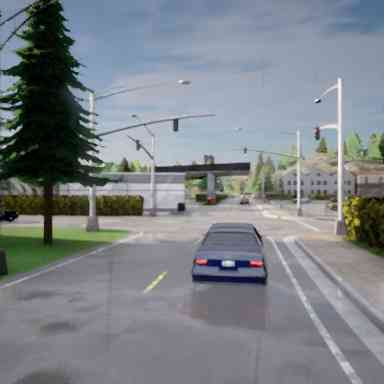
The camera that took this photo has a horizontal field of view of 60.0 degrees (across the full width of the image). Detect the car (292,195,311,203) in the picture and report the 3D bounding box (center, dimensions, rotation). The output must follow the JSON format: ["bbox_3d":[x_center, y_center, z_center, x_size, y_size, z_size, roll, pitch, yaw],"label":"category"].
[{"bbox_3d":[25.911,1.562,78.809,3.866,1.878,1.905,0,0,9],"label":"car"}]

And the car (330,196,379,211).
[{"bbox_3d":[19.016,1.583,38.674,4.514,1.523,2.007,0,0,9],"label":"car"}]

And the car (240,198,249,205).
[{"bbox_3d":[10.744,1.900,67.842,2.128,1.511,4.902,0,0,10],"label":"car"}]

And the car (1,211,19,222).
[{"bbox_3d":[-16.064,1.741,25.904,4.718,1.301,1.895,0,0,9],"label":"car"}]

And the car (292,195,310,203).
[{"bbox_3d":[24.785,1.826,75.620,3.806,1.475,1.970,0,0,9],"label":"car"}]

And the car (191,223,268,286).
[{"bbox_3d":[1.175,1.606,9.667,2.033,1.411,5.357,0,0,9],"label":"car"}]

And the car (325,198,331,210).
[{"bbox_3d":[19.457,1.593,41.780,5.027,1.636,2.152,0,0,9],"label":"car"}]
